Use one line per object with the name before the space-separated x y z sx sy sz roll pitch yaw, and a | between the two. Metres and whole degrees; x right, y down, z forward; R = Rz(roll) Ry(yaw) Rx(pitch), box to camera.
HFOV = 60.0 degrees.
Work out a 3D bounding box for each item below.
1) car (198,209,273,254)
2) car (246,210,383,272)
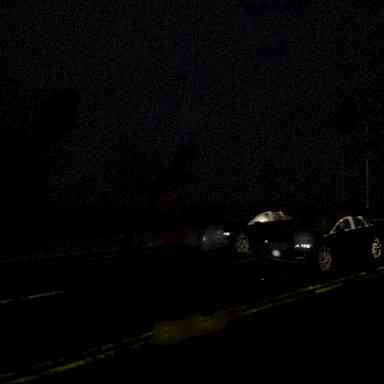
car | 2.477 1.450 13.426 4.902 1.511 2.128 0 0 -35
car | 4.367 1.450 10.782 4.902 1.511 2.128 0 0 -35
